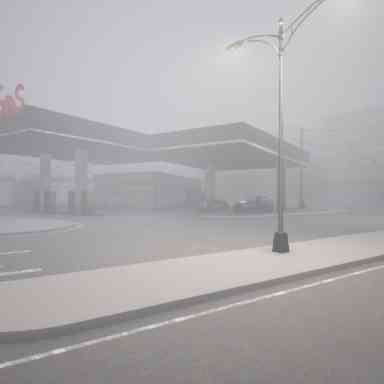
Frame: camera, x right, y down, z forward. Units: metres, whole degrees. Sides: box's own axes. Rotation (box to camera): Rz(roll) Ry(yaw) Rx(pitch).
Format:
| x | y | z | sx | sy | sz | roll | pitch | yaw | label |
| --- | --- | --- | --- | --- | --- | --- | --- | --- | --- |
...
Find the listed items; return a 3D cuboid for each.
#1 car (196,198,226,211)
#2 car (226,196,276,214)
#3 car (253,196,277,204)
| x | y | z | sx | sy | sz | roll | pitch | yaw | label |
| --- | --- | --- | --- | --- | --- | --- | --- | --- | --- |
| 2.359 | 1.456 | 38.403 | 3.806 | 1.475 | 1.970 | 0 | 0 | -35 | car |
| 6.278 | 1.295 | 34.134 | 4.611 | 1.667 | 2.242 | 0 | 0 | -35 | car |
| 14.019 | 1.526 | 64.110 | 1.812 | 1.442 | 4.674 | 0 | 0 | -36 | car |
